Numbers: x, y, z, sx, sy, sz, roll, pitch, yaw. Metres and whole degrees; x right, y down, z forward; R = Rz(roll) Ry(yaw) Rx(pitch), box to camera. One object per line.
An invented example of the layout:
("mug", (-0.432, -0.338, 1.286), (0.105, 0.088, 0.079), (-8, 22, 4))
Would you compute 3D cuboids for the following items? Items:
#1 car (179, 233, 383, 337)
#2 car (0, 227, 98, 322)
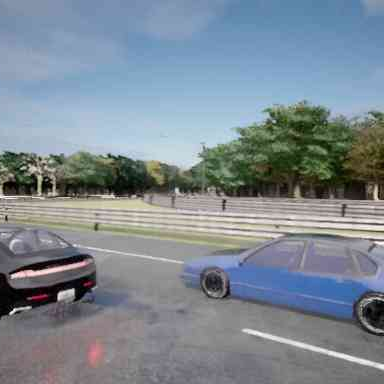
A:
("car", (2.318, 1.549, 6.649), (5.357, 1.411, 2.033), (0, 0, 36))
("car", (-4.044, 1.486, 6.926), (4.902, 1.511, 2.128), (0, 0, 36))
